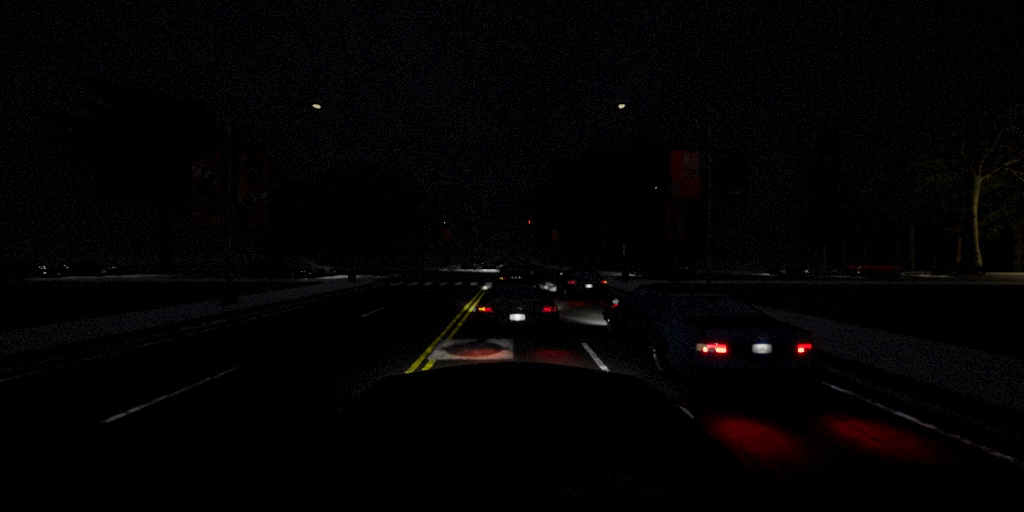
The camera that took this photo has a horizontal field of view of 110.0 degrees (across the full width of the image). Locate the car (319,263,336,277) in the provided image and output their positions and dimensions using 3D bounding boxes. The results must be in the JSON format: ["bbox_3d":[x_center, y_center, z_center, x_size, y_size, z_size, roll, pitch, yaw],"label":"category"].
[{"bbox_3d":[-18.932,1.159,33.496,4.674,1.442,1.812,1,0,-1],"label":"car"}]

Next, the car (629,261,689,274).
[{"bbox_3d":[15.396,1.320,37.193,5.357,1.411,2.033,0,0,-1],"label":"car"}]

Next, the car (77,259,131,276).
[{"bbox_3d":[-38.531,1.045,33.306,5.008,1.535,1.882,0,0,0],"label":"car"}]

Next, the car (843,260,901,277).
[{"bbox_3d":[37.451,1.244,37.363,4.553,1.767,2.097,0,0,0],"label":"car"}]

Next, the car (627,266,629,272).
[{"bbox_3d":[15.462,1.269,40.458,4.892,1.490,1.837,0,0,0],"label":"car"}]

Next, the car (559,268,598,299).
[{"bbox_3d":[3.351,1.274,17.663,1.994,1.385,4.181,0,0,0],"label":"car"}]

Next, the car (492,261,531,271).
[{"bbox_3d":[0.092,1.214,18.673,1.837,1.490,4.892,0,0,0],"label":"car"}]

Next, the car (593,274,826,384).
[{"bbox_3d":[3.350,1.279,7.317,2.033,1.411,5.357,0,0,0],"label":"car"}]

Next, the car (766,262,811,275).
[{"bbox_3d":[31.215,1.411,40.570,4.181,1.385,1.994,0,0,-1],"label":"car"}]

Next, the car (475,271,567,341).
[{"bbox_3d":[0.104,1.288,9.767,1.994,1.385,4.181,0,0,0],"label":"car"}]

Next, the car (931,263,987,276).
[{"bbox_3d":[50.574,1.514,40.633,4.892,1.490,1.837,1,0,0],"label":"car"}]

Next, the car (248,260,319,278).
[{"bbox_3d":[-19.449,1.138,30.239,4.892,1.490,1.837,2,0,-1],"label":"car"}]

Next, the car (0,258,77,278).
[{"bbox_3d":[-40.222,0.923,30.043,4.553,1.767,2.097,0,0,0],"label":"car"}]

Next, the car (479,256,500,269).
[{"bbox_3d":[-3.331,1.196,53.569,2.128,1.511,4.902,0,0,0],"label":"car"}]

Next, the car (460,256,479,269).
[{"bbox_3d":[-6.577,1.211,53.992,1.837,1.490,4.892,0,0,0],"label":"car"}]
